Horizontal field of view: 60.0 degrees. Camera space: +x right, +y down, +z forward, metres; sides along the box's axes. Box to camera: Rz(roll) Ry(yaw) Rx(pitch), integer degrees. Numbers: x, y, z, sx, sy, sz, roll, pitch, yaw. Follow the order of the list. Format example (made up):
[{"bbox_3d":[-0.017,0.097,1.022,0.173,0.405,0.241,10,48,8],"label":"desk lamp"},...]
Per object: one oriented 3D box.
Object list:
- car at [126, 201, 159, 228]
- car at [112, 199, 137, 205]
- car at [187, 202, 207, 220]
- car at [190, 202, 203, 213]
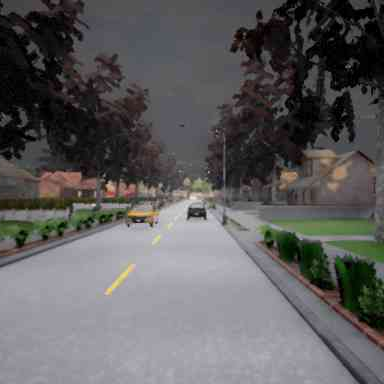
[{"bbox_3d":[-3.673,1.714,25.382,1.882,1.535,5.008,0,-1,1],"label":"car"},{"bbox_3d":[-15.607,2.264,76.917,5.357,1.415,2.033,0,-1,1],"label":"car"},{"bbox_3d":[0.500,1.919,33.357,1.882,1.535,5.008,0,-1,1],"label":"car"},{"bbox_3d":[0.666,2.143,46.704,1.812,1.442,4.674,0,-1,1],"label":"car"}]
